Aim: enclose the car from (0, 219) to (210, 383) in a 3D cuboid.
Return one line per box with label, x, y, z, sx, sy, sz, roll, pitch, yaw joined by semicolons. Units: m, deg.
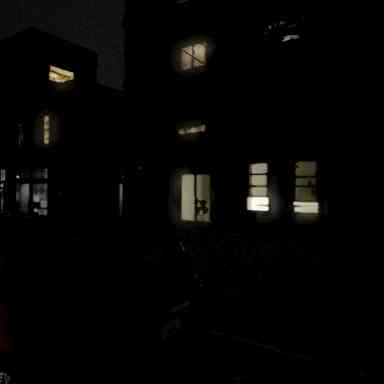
car;-2.130;1.301;4.388;5.009;1.841;2.192;0;1;35
